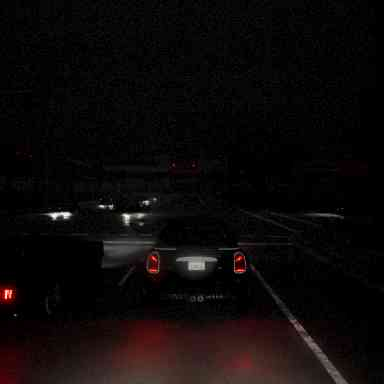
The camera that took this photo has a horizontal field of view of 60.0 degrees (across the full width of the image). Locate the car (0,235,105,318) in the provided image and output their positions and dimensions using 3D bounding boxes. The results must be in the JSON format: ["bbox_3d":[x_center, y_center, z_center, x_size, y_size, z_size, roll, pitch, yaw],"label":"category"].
[{"bbox_3d":[-3.405,1.601,7.381,1.895,1.301,4.718,0,0,0],"label":"car"}]

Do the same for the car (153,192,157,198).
[{"bbox_3d":[-10.337,0.865,87.324,1.812,1.442,4.674,0,1,0],"label":"car"}]

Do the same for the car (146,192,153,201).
[{"bbox_3d":[-10.364,1.227,72.768,1.895,1.301,4.718,0,1,0],"label":"car"}]

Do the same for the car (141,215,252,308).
[{"bbox_3d":[0.095,1.352,8.108,2.097,1.767,4.553,0,0,0],"label":"car"}]

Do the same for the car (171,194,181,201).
[{"bbox_3d":[-3.269,1.156,69.891,1.882,1.535,5.008,0,1,0],"label":"car"}]

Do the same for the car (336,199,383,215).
[{"bbox_3d":[16.744,1.505,32.771,4.892,1.490,1.837,0,0,-1],"label":"car"}]

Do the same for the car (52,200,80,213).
[{"bbox_3d":[-14.032,1.549,37.217,1.994,1.385,4.181,0,0,0],"label":"car"}]

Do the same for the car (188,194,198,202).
[{"bbox_3d":[0.224,1.213,66.251,1.882,1.535,5.008,0,1,0],"label":"car"}]

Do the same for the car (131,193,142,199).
[{"bbox_3d":[-13.844,0.957,83.174,1.812,1.442,4.674,0,1,0],"label":"car"}]

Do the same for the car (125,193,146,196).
[{"bbox_3d":[-10.451,1.344,61.285,2.033,1.411,5.357,0,1,0],"label":"car"}]

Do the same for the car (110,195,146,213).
[{"bbox_3d":[-7.235,1.457,37.145,1.882,1.535,5.008,-1,1,-31],"label":"car"}]

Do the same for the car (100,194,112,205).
[{"bbox_3d":[-13.979,1.213,55.971,2.097,1.767,4.553,0,1,0],"label":"car"}]
